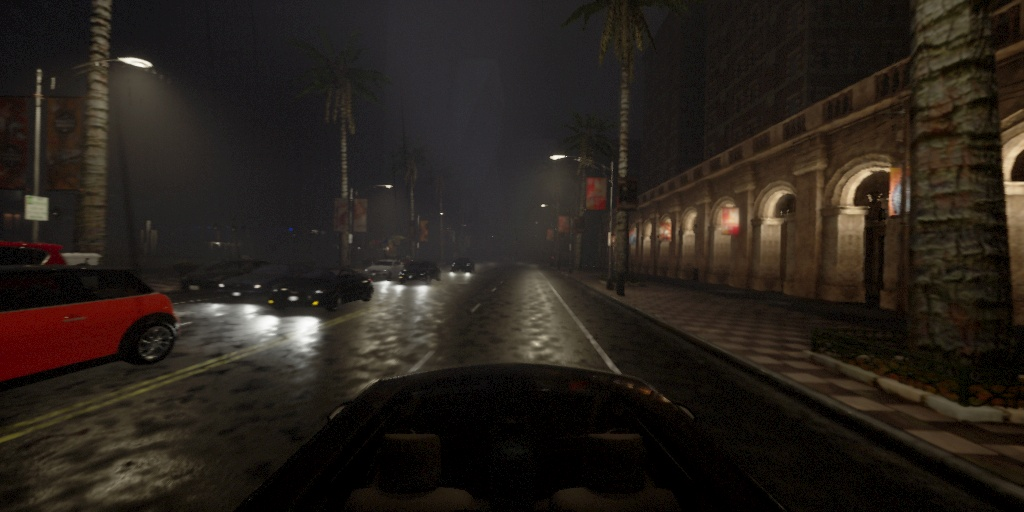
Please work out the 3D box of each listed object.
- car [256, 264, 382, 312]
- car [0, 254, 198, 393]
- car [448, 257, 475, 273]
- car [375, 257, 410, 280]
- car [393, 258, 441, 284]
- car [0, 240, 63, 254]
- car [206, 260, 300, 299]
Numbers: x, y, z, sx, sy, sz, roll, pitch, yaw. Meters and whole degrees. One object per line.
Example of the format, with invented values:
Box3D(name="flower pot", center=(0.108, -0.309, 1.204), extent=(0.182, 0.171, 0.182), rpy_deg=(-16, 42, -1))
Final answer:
Box3D(name="car", center=(-6.709, 1.126, 13.106), extent=(1.994, 1.385, 4.181), rpy_deg=(1, 0, 2))
Box3D(name="car", center=(-7.078, 0.916, 4.475), extent=(2.097, 1.767, 4.553), rpy_deg=(1, 0, 2))
Box3D(name="car", center=(-5.453, 0.918, 40.494), extent=(2.097, 1.767, 4.553), rpy_deg=(1, 0, 2))
Box3D(name="car", center=(-9.566, 0.996, 27.454), extent=(1.812, 1.442, 4.674), rpy_deg=(1, 0, 3))
Box3D(name="car", center=(-6.194, 1.066, 24.677), extent=(1.837, 1.490, 4.892), rpy_deg=(1, 0, 3))
Box3D(name="car", center=(-10.533, 0.695, 5.484), extent=(2.150, 2.045, 5.566), rpy_deg=(1, 0, 2))
Box3D(name="car", center=(-10.089, 1.019, 15.912), extent=(2.033, 1.411, 5.357), rpy_deg=(1, 0, 2))
